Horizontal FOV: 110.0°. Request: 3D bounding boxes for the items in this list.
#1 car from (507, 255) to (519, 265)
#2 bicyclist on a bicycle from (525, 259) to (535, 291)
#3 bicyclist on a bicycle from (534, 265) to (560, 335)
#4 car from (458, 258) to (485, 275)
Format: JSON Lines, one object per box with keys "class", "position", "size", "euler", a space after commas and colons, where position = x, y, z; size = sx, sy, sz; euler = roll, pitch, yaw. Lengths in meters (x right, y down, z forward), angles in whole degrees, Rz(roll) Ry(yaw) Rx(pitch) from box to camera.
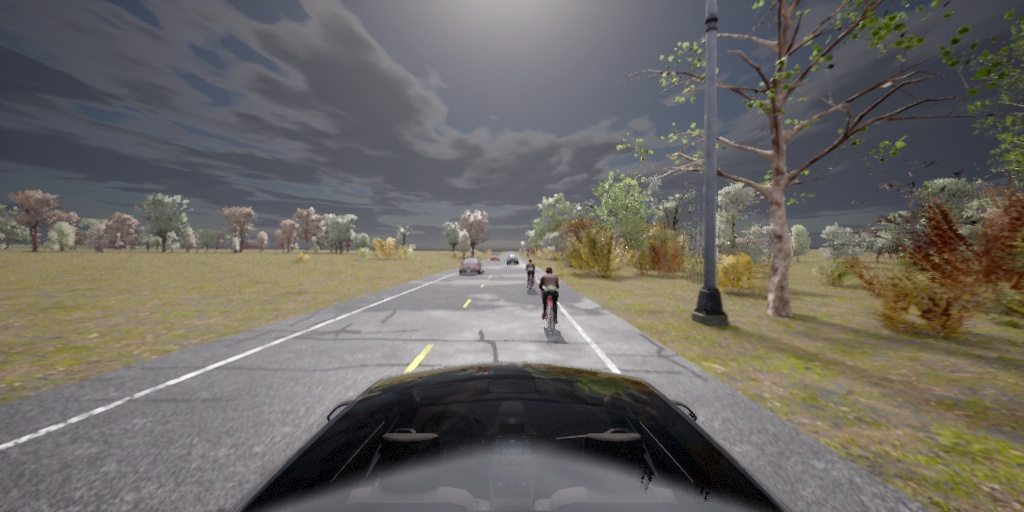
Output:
{"class": "car", "position": [0.120, 0.675, 56.585], "size": [1.895, 1.301, 4.718], "euler": [0, 1, 0]}
{"class": "bicyclist on a bicycle", "position": [0.970, 0.994, 18.590], "size": [0.582, 1.620, 1.656], "euler": [0, 0, 0]}
{"class": "bicyclist on a bicycle", "position": [0.966, 1.110, 9.192], "size": [0.582, 1.620, 1.656], "euler": [0, 0, 0]}
{"class": "car", "position": [-3.575, 0.902, 31.978], "size": [1.812, 1.442, 4.674], "euler": [0, 1, 0]}
